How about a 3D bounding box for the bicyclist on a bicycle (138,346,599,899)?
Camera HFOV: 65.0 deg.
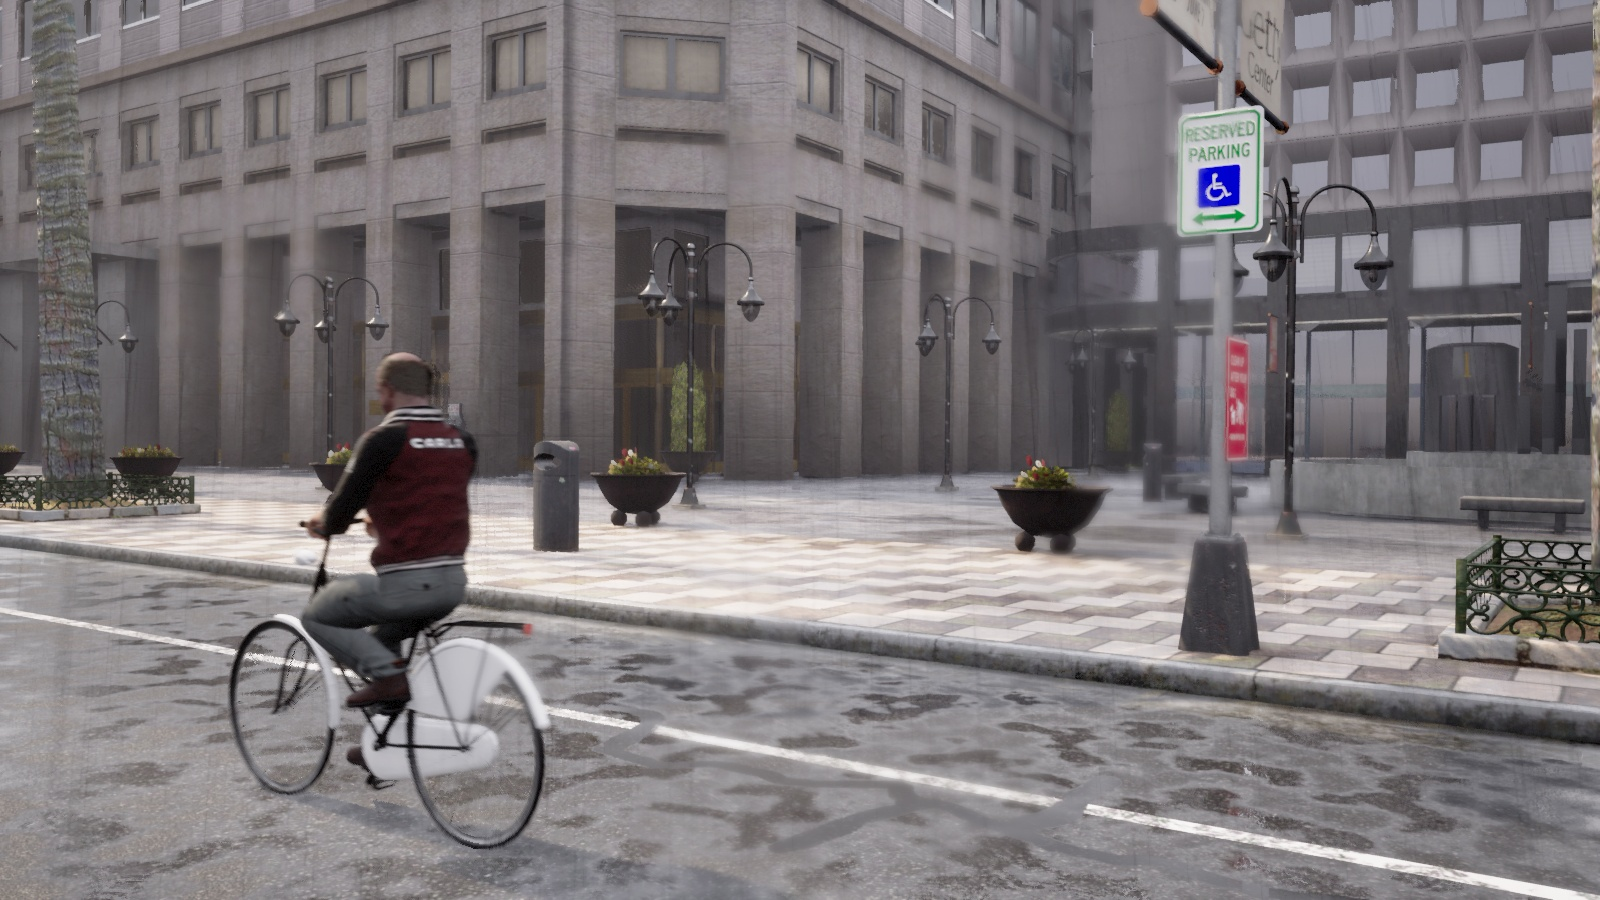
[{"bbox_3d":[-1.678,0.552,4.764,1.843,1.776,0.659,0,1,34],"label":"bicyclist on a bicycle"}]
